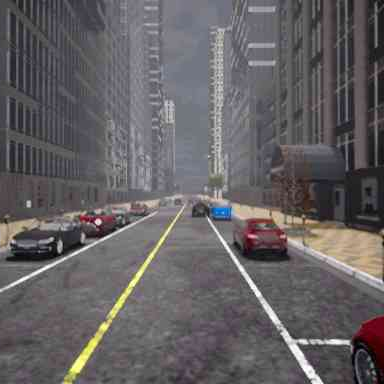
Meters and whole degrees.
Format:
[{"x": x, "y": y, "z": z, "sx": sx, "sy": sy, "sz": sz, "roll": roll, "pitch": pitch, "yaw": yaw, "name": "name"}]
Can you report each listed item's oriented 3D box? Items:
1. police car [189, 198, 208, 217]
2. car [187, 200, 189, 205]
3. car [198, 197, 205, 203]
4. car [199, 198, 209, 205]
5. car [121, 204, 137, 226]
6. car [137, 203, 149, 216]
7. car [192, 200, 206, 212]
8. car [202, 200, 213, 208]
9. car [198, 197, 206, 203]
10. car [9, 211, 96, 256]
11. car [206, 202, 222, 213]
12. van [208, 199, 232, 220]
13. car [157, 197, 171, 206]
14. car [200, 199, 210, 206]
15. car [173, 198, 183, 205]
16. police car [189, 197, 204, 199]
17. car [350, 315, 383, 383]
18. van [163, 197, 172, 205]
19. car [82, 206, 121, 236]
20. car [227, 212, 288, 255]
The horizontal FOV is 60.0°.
[{"x": 0.909, "y": 1.727, "z": 35.818, "sx": 1.930, "sy": 1.638, "sz": 5.238, "roll": 0, "pitch": 0, "yaw": 0, "name": "police car"}, {"x": 0.020, "y": 1.977, "z": 72.286, "sx": 1.812, "sy": 1.442, "sz": 4.674, "roll": 0, "pitch": 0, "yaw": 0, "name": "car"}, {"x": 2.716, "y": 2.164, "z": 93.304, "sx": 1.967, "sy": 1.590, "sz": 4.097, "roll": 0, "pitch": 0, "yaw": 0, "name": "car"}, {"x": 2.711, "y": 2.164, "z": 76.226, "sx": 2.008, "sy": 1.369, "sz": 4.403, "roll": 0, "pitch": 0, "yaw": 0, "name": "car"}, {"x": -5.684, "y": 1.766, "z": 25.001, "sx": 2.008, "sy": 1.369, "sz": 4.403, "roll": 0, "pitch": 0, "yaw": 0, "name": "car"}, {"x": -5.681, "y": 1.888, "z": 36.385, "sx": 1.802, "sy": 1.307, "sz": 4.206, "roll": 0, "pitch": 0, "yaw": 0, "name": "car"}, {"x": 0.912, "y": 1.886, "z": 45.707, "sx": 1.837, "sy": 1.490, "sz": 4.892, "roll": 0, "pitch": 0, "yaw": 0, "name": "car"}, {"x": 2.706, "y": 2.070, "z": 59.149, "sx": 1.802, "sy": 1.307, "sz": 4.206, "roll": 0, "pitch": 0, "yaw": 0, "name": "car"}, {"x": 2.715, "y": 2.127, "z": 87.612, "sx": 1.967, "sy": 1.590, "sz": 4.097, "roll": 0, "pitch": 0, "yaw": 0, "name": "car"}, {"x": -5.687, "y": 1.673, "z": 13.616, "sx": 2.008, "sy": 1.369, "sz": 4.403, "roll": 0, "pitch": -1, "yaw": 0, "name": "car"}, {"x": 2.702, "y": 1.933, "z": 42.072, "sx": 1.802, "sy": 1.307, "sz": 4.206, "roll": 0, "pitch": 0, "yaw": 0, "name": "car"}, {"x": 2.698, "y": 1.602, "z": 30.690, "sx": 1.690, "sy": 1.788, "sz": 3.998, "roll": 0, "pitch": 0, "yaw": 0, "name": "van"}, {"x": -5.673, "y": 2.082, "z": 64.847, "sx": 2.008, "sy": 1.369, "sz": 4.403, "roll": 0, "pitch": 0, "yaw": 0, "name": "car"}, {"x": 2.710, "y": 2.124, "z": 70.534, "sx": 2.008, "sy": 1.369, "sz": 4.403, "roll": 0, "pitch": 0, "yaw": 0, "name": "car"}, {"x": -2.980, "y": 2.078, "z": 71.694, "sx": 1.837, "sy": 1.490, "sz": 4.892, "roll": 0, "pitch": 0, "yaw": 0, "name": "car"}, {"x": 0.914, "y": 1.855, "z": 51.818, "sx": 1.930, "sy": 1.638, "sz": 5.238, "roll": 0, "pitch": 0, "yaw": 0, "name": "police car"}, {"x": 2.690, "y": 1.604, "z": 2.224, "sx": 1.802, "sy": 1.307, "sz": 4.206, "roll": 0, "pitch": -1, "yaw": 0, "name": "car"}, {"x": -5.669, "y": 1.954, "z": 76.234, "sx": 1.690, "sy": 1.788, "sz": 3.998, "roll": 0, "pitch": 0, "yaw": 0, "name": "van"}, {"x": -5.686, "y": 1.610, "z": 19.310, "sx": 1.967, "sy": 1.590, "sz": 4.097, "roll": 0, "pitch": 0, "yaw": 0, "name": "car"}, {"x": 2.694, "y": 1.705, "z": 13.612, "sx": 1.802, "sy": 1.307, "sz": 4.206, "roll": 0, "pitch": 0, "yaw": 0, "name": "car"}]
